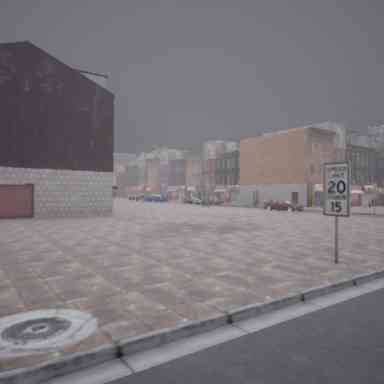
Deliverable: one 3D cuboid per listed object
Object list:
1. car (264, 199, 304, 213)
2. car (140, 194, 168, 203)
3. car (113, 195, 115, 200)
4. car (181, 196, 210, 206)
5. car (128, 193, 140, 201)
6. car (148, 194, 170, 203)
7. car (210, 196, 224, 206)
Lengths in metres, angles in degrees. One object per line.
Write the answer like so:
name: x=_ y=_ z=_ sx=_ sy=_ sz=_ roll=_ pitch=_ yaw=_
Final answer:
car: x=9.627 y=1.408 z=34.975 sx=1.887 sy=1.381 sz=4.507 roll=2 pitch=0 yaw=-35
car: x=-6.390 y=1.086 z=56.948 sx=1.882 sy=1.535 sz=5.008 roll=1 pitch=0 yaw=-35
car: x=-18.932 y=1.004 z=75.335 sx=2.008 sy=1.369 sz=4.403 roll=1 pitch=0 yaw=-35
car: x=0.108 y=1.270 z=48.428 sx=1.947 sy=1.339 sz=4.313 roll=1 pitch=0 yaw=-35
car: x=-10.438 y=1.057 z=62.660 sx=1.837 sy=1.490 sz=4.892 roll=1 pitch=0 yaw=-35
car: x=-6.201 y=1.130 z=61.899 sx=1.837 sy=1.490 sz=4.892 roll=1 pitch=0 yaw=-35
car: x=2.463 y=1.302 z=49.654 sx=2.033 sy=1.411 sz=5.357 roll=1 pitch=0 yaw=-35
